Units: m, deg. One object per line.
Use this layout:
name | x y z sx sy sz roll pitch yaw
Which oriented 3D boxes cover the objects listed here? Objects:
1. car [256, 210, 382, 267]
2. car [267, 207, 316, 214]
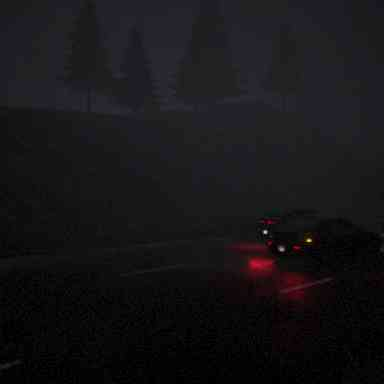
car | 4.601 1.517 11.388 4.674 1.442 1.812 0 0 -35
car | 5.217 1.495 16.105 4.892 1.490 1.837 -1 0 -35
